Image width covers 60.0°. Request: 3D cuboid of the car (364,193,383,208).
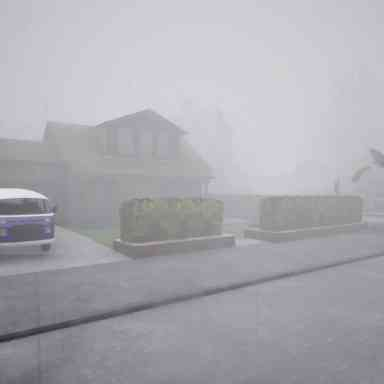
[{"bbox_3d":[23.118,0.984,40.284,3.866,1.878,1.905,0,0,0],"label":"car"}]
